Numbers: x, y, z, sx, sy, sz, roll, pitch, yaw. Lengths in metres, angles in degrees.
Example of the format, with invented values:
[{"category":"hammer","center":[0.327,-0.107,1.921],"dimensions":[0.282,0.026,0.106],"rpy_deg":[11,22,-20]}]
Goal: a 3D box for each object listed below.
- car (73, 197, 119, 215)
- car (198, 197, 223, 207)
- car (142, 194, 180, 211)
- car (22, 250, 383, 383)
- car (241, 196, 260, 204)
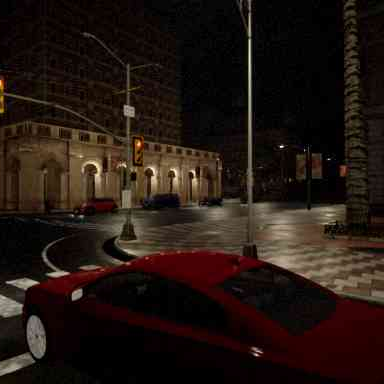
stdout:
[{"category":"car","center":[-9.887,1.352,34.369],"dimensions":[2.097,1.767,4.553],"rpy_deg":[0,0,39]},{"category":"car","center":[2.884,1.492,50.631],"dimensions":[2.128,1.511,4.902],"rpy_deg":[0,0,38]},{"category":"car","center":[-3.813,1.223,42.048],"dimensions":[2.150,2.045,5.566],"rpy_deg":[0,0,38]},{"category":"car","center":[-0.206,1.478,4.081],"dimensions":[5.008,1.535,1.882],"rpy_deg":[0,0,38]},{"category":"car","center":[10.734,1.506,60.719],"dimensions":[1.837,1.490,4.892],"rpy_deg":[0,0,38]}]
